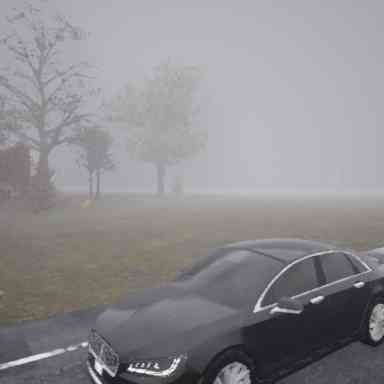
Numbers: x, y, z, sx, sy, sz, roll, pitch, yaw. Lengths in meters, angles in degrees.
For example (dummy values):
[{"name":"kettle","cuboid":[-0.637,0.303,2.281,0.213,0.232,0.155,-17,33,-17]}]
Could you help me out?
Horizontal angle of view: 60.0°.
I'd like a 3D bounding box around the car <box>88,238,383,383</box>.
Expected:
[{"name":"car","cuboid":[1.045,1.498,4.735,4.892,1.490,1.837,0,0,-35]}]
